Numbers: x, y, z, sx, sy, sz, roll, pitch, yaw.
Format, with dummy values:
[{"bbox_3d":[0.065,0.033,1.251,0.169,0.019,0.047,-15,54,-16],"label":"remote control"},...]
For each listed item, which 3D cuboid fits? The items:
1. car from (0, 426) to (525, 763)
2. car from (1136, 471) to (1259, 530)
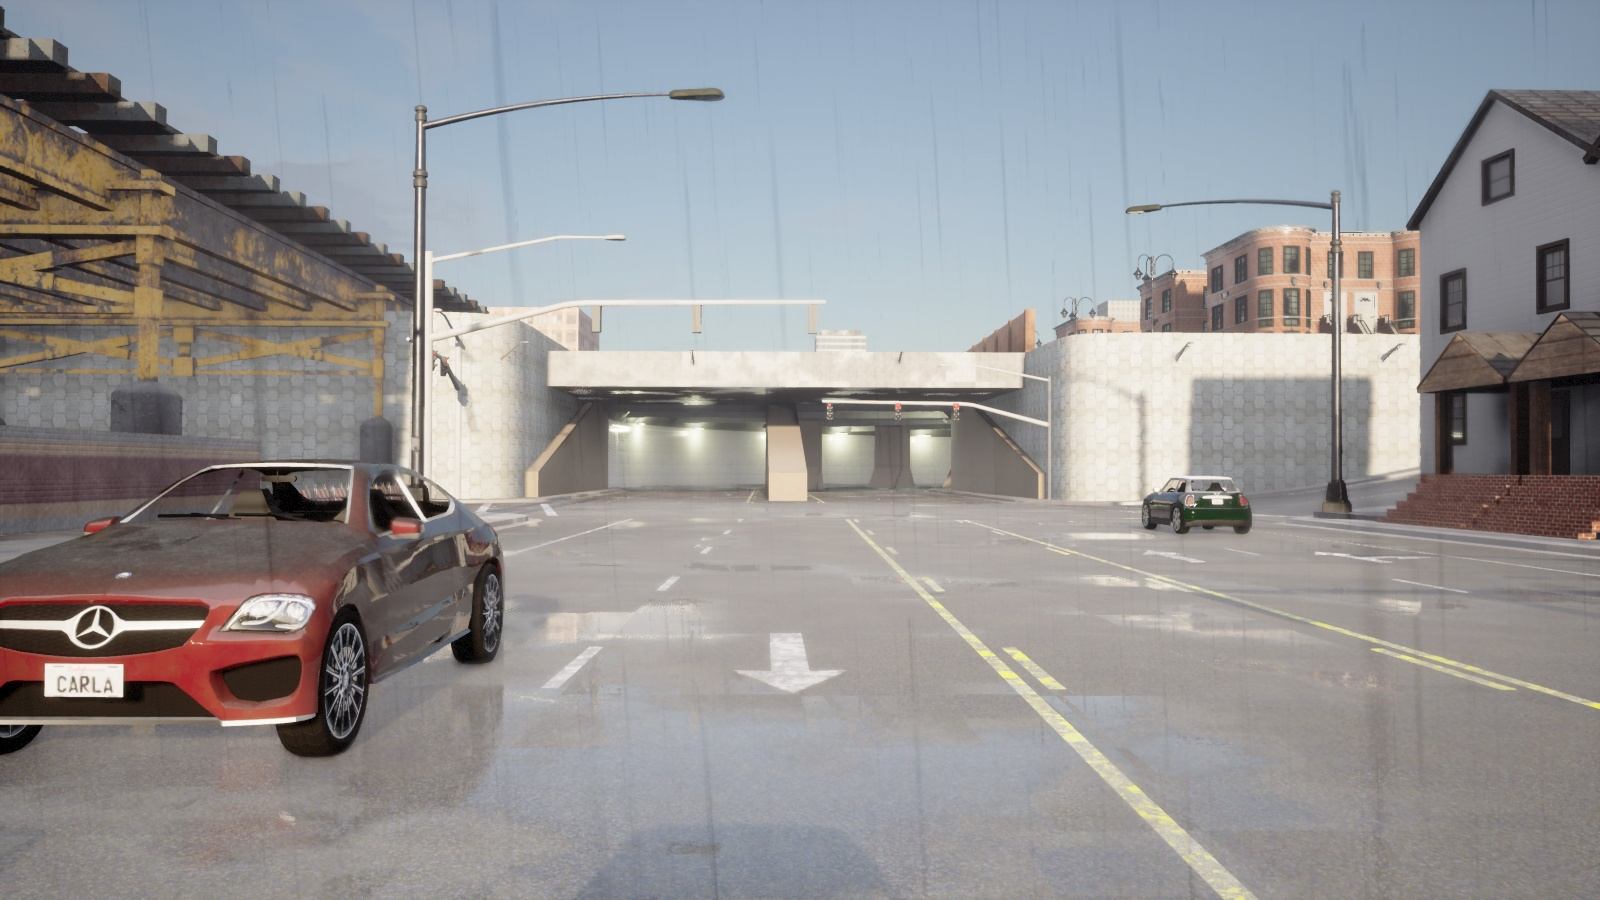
[{"bbox_3d":[-3.521,0.753,8.692,2.152,1.651,5.027,0,-1,0],"label":"car"},{"bbox_3d":[10.448,1.296,33.317,1.970,1.475,3.806,0,-1,-1],"label":"car"}]
